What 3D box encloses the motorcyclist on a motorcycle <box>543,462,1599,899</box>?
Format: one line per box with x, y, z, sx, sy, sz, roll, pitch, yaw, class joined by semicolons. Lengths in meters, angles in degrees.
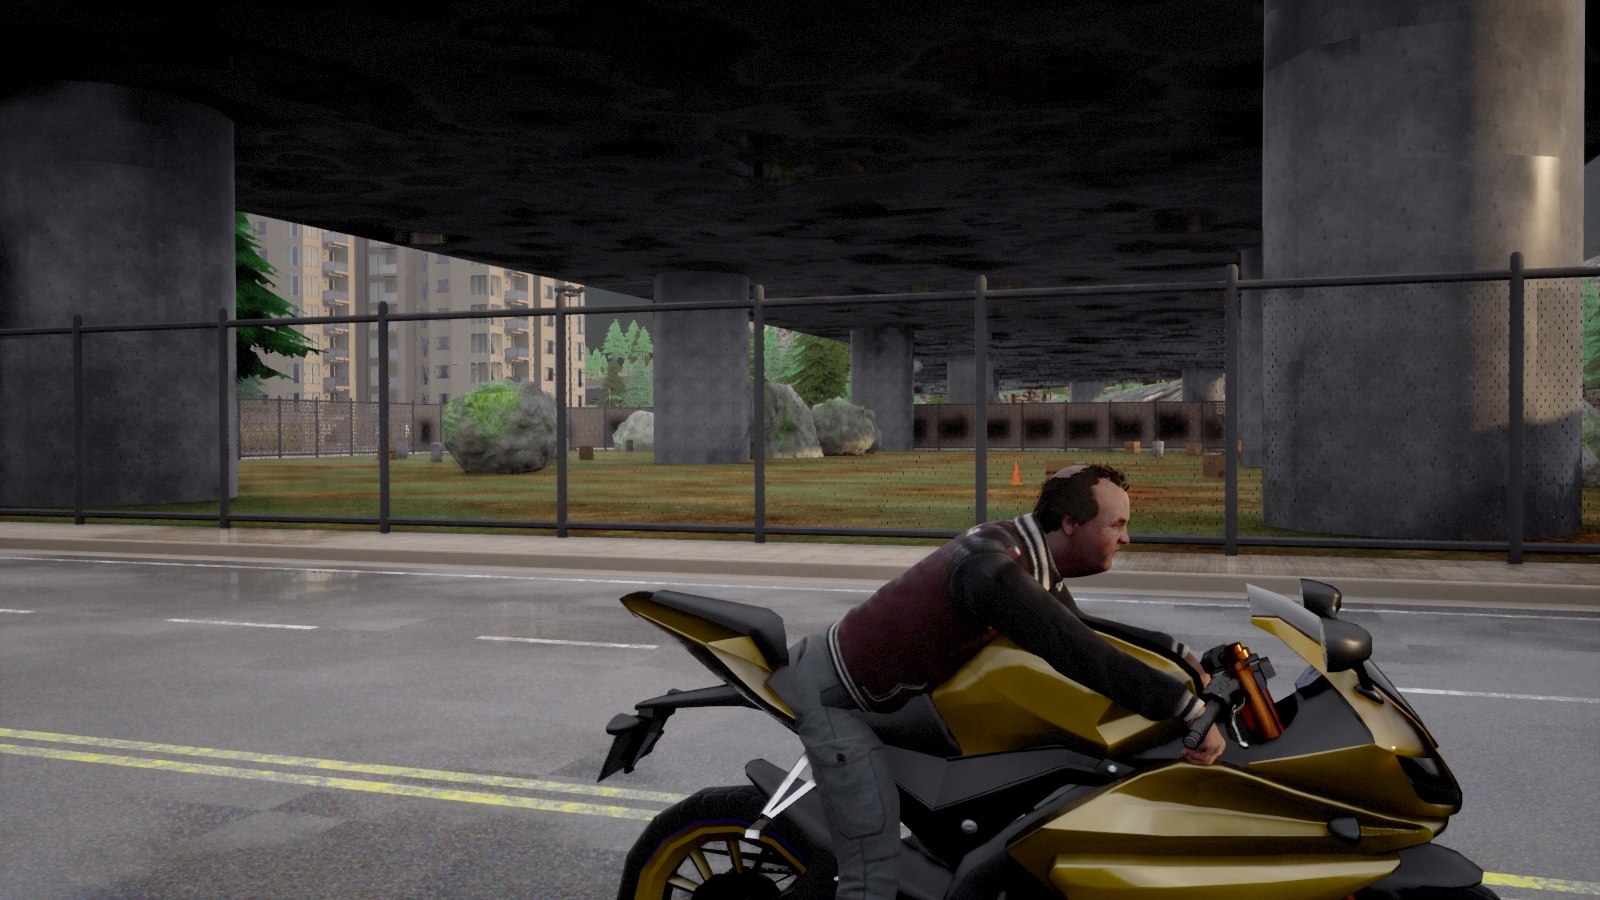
0.575;0.816;3.000;2.191;1.530;0.866;1;1;19;motorcyclist on a motorcycle
